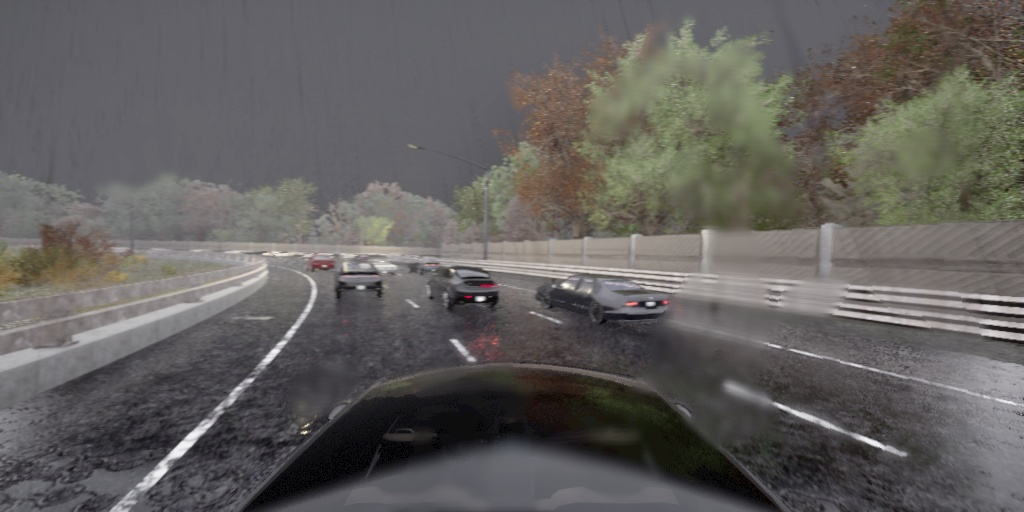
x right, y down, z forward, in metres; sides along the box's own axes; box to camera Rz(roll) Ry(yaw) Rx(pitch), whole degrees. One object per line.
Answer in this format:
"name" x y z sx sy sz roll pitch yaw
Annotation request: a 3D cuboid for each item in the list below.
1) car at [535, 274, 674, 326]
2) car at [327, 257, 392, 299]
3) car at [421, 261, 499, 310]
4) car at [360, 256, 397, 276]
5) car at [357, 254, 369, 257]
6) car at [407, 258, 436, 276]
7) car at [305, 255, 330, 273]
"car" 2.717 1.301 11.950 2.033 1.411 5.357 1 0 -24
"car" -7.100 0.997 16.382 2.128 1.511 4.902 1 0 -27
"car" -2.072 1.138 14.110 1.837 1.490 4.892 1 0 -25
"car" -11.214 0.936 29.945 1.895 1.301 4.718 1 0 -35
"car" -22.586 0.462 54.816 1.812 1.442 4.674 1 0 -25
"car" -7.626 0.903 30.998 2.128 1.511 4.902 1 0 -33
"car" -17.447 0.656 32.525 1.882 1.535 5.008 1 0 -37
